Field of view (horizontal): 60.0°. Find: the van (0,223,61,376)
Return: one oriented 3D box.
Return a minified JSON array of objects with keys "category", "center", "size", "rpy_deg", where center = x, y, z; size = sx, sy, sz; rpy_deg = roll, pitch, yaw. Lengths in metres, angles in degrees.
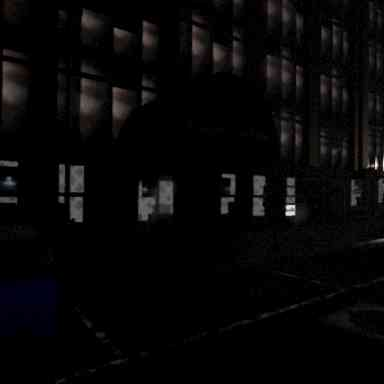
[{"category":"van","center":[-3.669,1.341,3.925],"size":[3.998,1.788,1.690],"rpy_deg":[0,1,-35]}]
